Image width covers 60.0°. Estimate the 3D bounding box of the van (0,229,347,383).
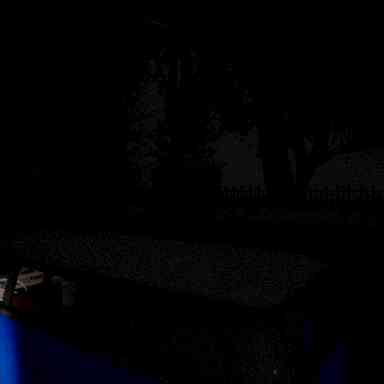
[{"bbox_3d":[-0.657,1.341,3.180,3.998,1.788,1.690,0,0,35],"label":"van"}]
